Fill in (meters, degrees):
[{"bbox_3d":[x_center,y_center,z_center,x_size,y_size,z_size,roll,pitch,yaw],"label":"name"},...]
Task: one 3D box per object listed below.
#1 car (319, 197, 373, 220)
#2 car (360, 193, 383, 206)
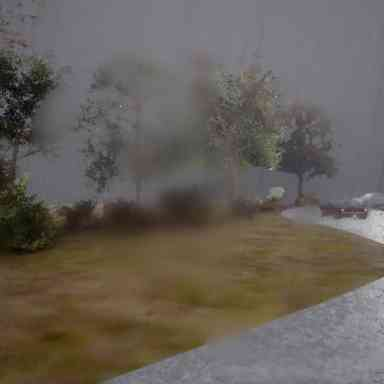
[{"bbox_3d":[10.662,1.219,23.639,1.895,1.301,4.718,-1,1,5],"label":"car"},{"bbox_3d":[19.999,0.879,37.250,4.674,1.442,1.812,-1,0,-15],"label":"car"}]
